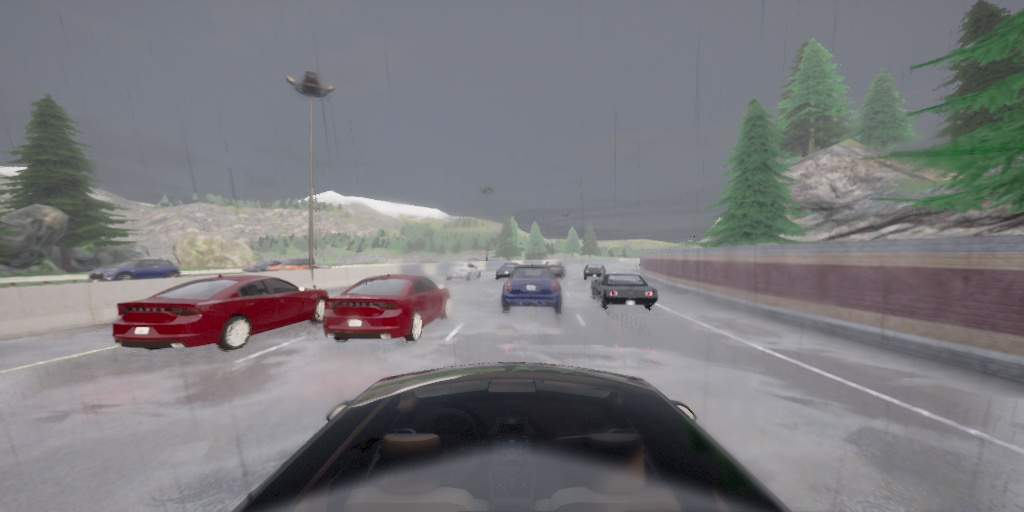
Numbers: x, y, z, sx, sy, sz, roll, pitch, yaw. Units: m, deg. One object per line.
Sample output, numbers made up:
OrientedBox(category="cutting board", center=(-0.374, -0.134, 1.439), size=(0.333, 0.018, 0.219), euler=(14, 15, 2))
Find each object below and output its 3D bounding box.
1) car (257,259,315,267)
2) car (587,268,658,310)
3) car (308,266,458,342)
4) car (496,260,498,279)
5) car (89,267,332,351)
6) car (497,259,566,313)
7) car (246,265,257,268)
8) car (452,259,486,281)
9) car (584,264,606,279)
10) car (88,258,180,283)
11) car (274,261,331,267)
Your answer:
OrientedBox(category="car", center=(-18.216, 1.026, 29.983), size=(2.097, 1.767, 4.553), euler=(0, 0, 11))
OrientedBox(category="car", center=(4.401, 1.353, 14.800), size=(1.895, 1.301, 4.718), euler=(0, 0, 6))
OrientedBox(category="car", center=(-3.027, 1.212, 9.759), size=(1.882, 1.535, 5.008), euler=(0, 0, 4))
OrientedBox(category="car", center=(-0.030, 1.291, 30.694), size=(1.994, 1.385, 4.181), euler=(0, 0, 12))
OrientedBox(category="car", center=(-6.587, 1.203, 8.978), size=(1.882, 1.535, 5.008), euler=(0, 0, 3))
OrientedBox(category="car", center=(0.857, 1.095, 14.116), size=(2.097, 1.767, 4.553), euler=(0, 0, 5))
OrientedBox(category="car", center=(-21.417, 1.169, 31.880), size=(1.837, 1.490, 4.892), euler=(0, 0, 11))
OrientedBox(category="car", center=(-3.890, 1.242, 29.386), size=(1.812, 1.442, 4.674), euler=(0, 0, 12))
OrientedBox(category="car", center=(7.461, 1.348, 32.187), size=(1.895, 1.301, 4.718), euler=(0, 0, 14))
OrientedBox(category="car", center=(-26.161, 1.007, 25.049), size=(2.097, 1.767, 4.553), euler=(0, 0, 9))
OrientedBox(category="car", center=(-15.199, 1.286, 27.320), size=(1.895, 1.301, 4.718), euler=(0, 0, 10))
